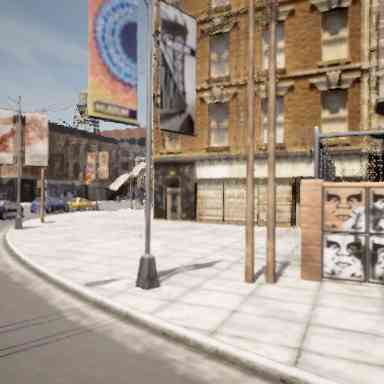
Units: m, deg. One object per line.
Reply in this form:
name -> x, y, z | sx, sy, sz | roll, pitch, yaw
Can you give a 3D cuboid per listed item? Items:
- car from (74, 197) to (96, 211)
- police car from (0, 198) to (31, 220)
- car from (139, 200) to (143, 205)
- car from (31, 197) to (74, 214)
car -> -13.483, 1.428, 40.170 | 1.801, 1.575, 5.366 | 1, 0, 21
police car -> -15.473, 1.344, 27.128 | 1.930, 1.638, 5.238 | 1, 0, -4
car -> -7.138, 1.684, 57.881 | 1.895, 1.301, 4.718 | 1, 0, 27
car -> -14.946, 1.297, 35.210 | 2.097, 1.767, 4.553 | 1, 0, 12
